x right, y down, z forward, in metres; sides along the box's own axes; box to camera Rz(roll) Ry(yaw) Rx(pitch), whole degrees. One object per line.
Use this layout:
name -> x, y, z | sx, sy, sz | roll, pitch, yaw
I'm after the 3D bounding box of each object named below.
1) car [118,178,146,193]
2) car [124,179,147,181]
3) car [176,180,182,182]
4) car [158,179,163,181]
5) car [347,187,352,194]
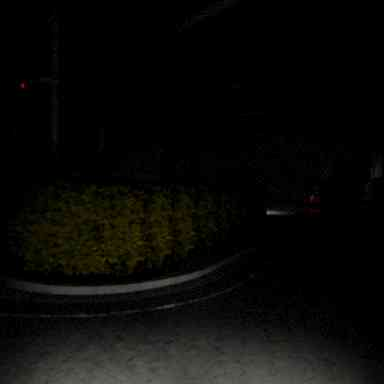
car -> -8.267, -0.885, 45.702 | 1.932, 1.855, 4.605 | 0, 3, -36
car -> -6.277, -0.520, 37.419 | 1.905, 1.878, 3.866 | 0, 3, -36
car -> -3.561, -1.812, 71.170 | 1.932, 1.855, 4.605 | 0, 3, -36
car -> -5.662, -1.799, 69.121 | 1.905, 1.878, 3.866 | 0, 3, -36
car -> 26.879, -0.426, 61.062 | 2.007, 1.523, 4.514 | 0, 3, -36
